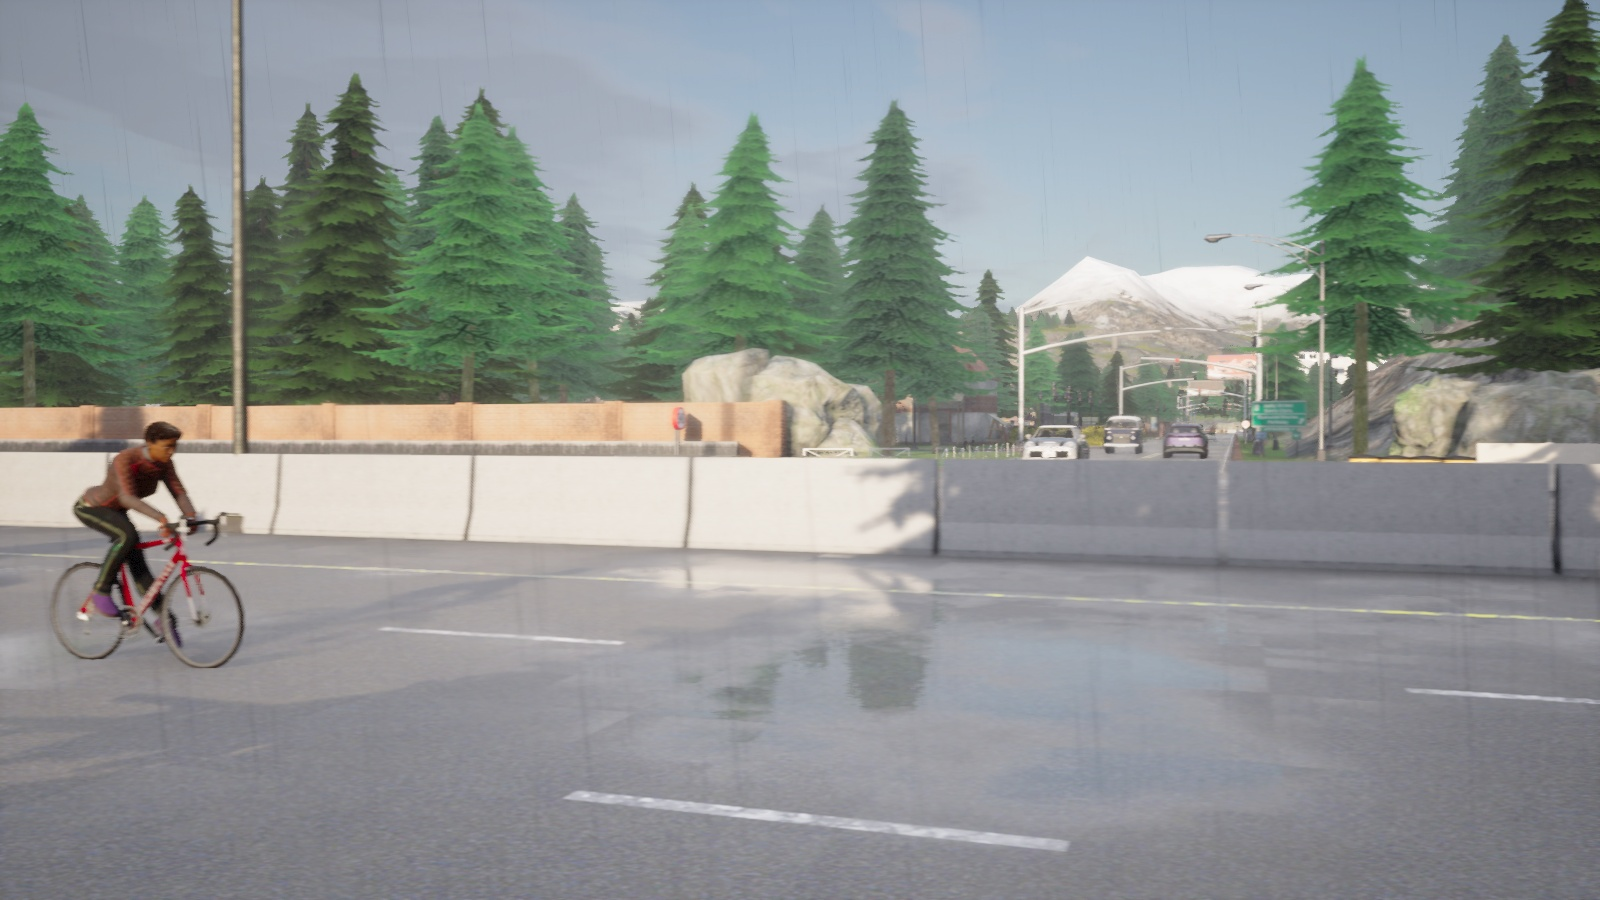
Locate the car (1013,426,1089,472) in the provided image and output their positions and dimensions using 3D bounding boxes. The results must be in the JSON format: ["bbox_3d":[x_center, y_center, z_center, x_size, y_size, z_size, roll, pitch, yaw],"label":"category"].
[{"bbox_3d":[8.420,-0.065,41.944,1.970,1.475,3.806,1,1,19],"label":"car"}]

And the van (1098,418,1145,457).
[{"bbox_3d":[17.307,-0.683,67.522,2.069,2.038,4.480,1,1,19],"label":"van"}]

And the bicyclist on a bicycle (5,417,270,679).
[{"bbox_3d":[-4.417,0.602,8.371,1.656,1.620,0.582,1,1,19],"label":"bicyclist on a bicycle"}]

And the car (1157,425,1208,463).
[{"bbox_3d":[17.731,-0.311,58.080,2.033,1.649,4.856,1,1,19],"label":"car"}]
